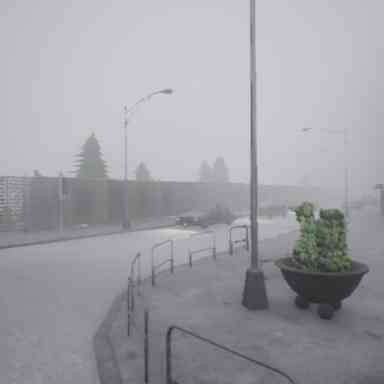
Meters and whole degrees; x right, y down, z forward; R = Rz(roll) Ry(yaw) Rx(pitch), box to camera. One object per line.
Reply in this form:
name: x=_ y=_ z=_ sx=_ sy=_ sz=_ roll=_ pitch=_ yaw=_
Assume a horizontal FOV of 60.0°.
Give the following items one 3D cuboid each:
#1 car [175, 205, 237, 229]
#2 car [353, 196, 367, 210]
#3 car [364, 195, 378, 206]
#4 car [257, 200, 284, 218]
car: x=1.132 y=1.587 z=22.535 sx=2.033 sy=1.411 sz=5.357 roll=0 pitch=0 yaw=36
car: x=19.932 y=1.518 z=41.320 sx=1.994 sy=1.385 sz=4.181 roll=0 pitch=0 yaw=36
car: x=27.595 y=1.279 z=51.896 sx=2.097 sy=1.767 sz=4.553 roll=0 pitch=0 yaw=36
car: x=7.153 y=1.495 z=30.835 sx=1.882 sy=1.535 sz=5.008 roll=0 pitch=0 yaw=36
